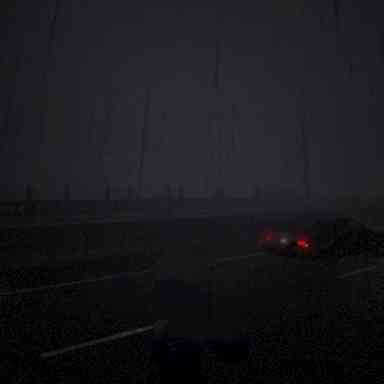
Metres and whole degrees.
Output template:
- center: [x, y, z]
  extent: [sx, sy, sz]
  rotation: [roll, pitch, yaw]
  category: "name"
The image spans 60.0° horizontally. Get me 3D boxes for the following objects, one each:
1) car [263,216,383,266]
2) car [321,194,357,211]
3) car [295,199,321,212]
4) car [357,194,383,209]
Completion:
- center: [4.835, 1.558, 11.589]
  extent: [5.357, 1.411, 2.033]
  rotation: [0, 0, -36]
  category: "car"
- center: [15.579, 1.254, 33.040]
  extent: [5.566, 2.045, 2.150]
  rotation: [0, 0, -37]
  category: "car"
- center: [13.046, 1.509, 35.512]
  extent: [5.008, 1.535, 1.882]
  rotation: [0, 0, -37]
  category: "car"
- center: [17.667, 1.254, 30.231]
  extent: [5.566, 2.045, 2.150]
  rotation: [0, 0, -37]
  category: "car"
